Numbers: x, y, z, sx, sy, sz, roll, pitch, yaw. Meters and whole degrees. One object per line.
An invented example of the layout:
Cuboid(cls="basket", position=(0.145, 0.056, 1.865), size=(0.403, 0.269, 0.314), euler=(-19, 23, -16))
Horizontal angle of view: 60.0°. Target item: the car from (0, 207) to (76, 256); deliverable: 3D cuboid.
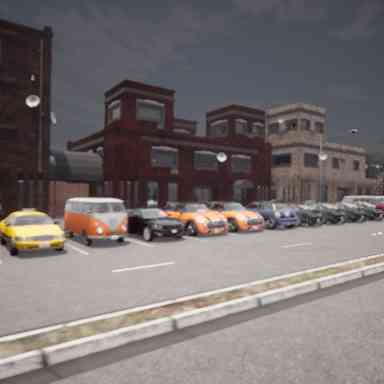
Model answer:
Cuboid(cls="car", position=(-6.620, 1.479, 13.609), size=(1.946, 1.575, 5.366), euler=(0, 0, -36))

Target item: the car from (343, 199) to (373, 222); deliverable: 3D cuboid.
Cuboid(cls="car", position=(11.224, 1.555, 26.578), size=(2.231, 1.521, 4.892), euler=(0, 0, -36))

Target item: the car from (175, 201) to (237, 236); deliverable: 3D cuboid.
Cuboid(cls="car", position=(-0.014, 1.376, 18.595), size=(2.185, 1.767, 4.553), euler=(0, 0, -36))

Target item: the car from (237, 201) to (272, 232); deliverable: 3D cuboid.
Cuboid(cls="car", position=(2.229, 1.384, 20.197), size=(2.185, 1.767, 4.553), euler=(0, 0, -36))

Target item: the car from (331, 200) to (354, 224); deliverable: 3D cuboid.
Cuboid(cls="car", position=(8.981, 1.542, 24.975), size=(2.231, 1.521, 4.892), euler=(0, 0, -36))

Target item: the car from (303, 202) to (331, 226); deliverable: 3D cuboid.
Cuboid(cls="car", position=(6.737, 1.531, 23.372), size=(2.231, 1.521, 4.892), euler=(0, 0, -36))

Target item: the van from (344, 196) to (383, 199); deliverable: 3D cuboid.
Cuboid(cls="van", position=(15.877, 1.358, 29.765), size=(1.878, 1.987, 4.442), euler=(0, 0, -36))

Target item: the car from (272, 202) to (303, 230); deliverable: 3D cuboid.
Cuboid(cls="car", position=(4.509, 1.393, 21.750), size=(2.185, 1.767, 4.553), euler=(0, 0, -36))

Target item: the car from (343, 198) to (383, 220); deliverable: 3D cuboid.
Cuboid(cls="car", position=(13.466, 1.569, 28.180), size=(2.231, 1.521, 4.892), euler=(0, 0, -36))

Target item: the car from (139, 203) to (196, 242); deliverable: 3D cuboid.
Cuboid(cls="car", position=(-2.243, 1.494, 16.971), size=(2.097, 1.535, 5.008), euler=(0, 0, -36))

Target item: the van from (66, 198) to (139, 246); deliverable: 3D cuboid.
Cuboid(cls="van", position=(-4.415, 1.262, 15.268), size=(1.878, 1.987, 4.442), euler=(0, 0, -36))
